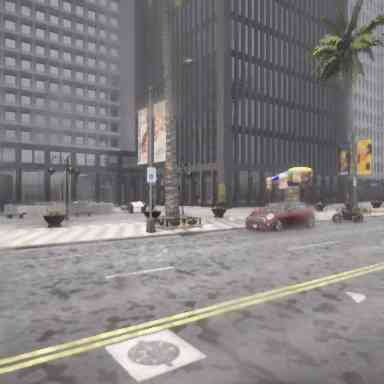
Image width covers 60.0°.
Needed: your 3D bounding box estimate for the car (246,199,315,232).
[{"bbox_3d":[5.374,1.350,20.131,4.553,1.767,2.185,0,0,-36],"label":"car"}]
